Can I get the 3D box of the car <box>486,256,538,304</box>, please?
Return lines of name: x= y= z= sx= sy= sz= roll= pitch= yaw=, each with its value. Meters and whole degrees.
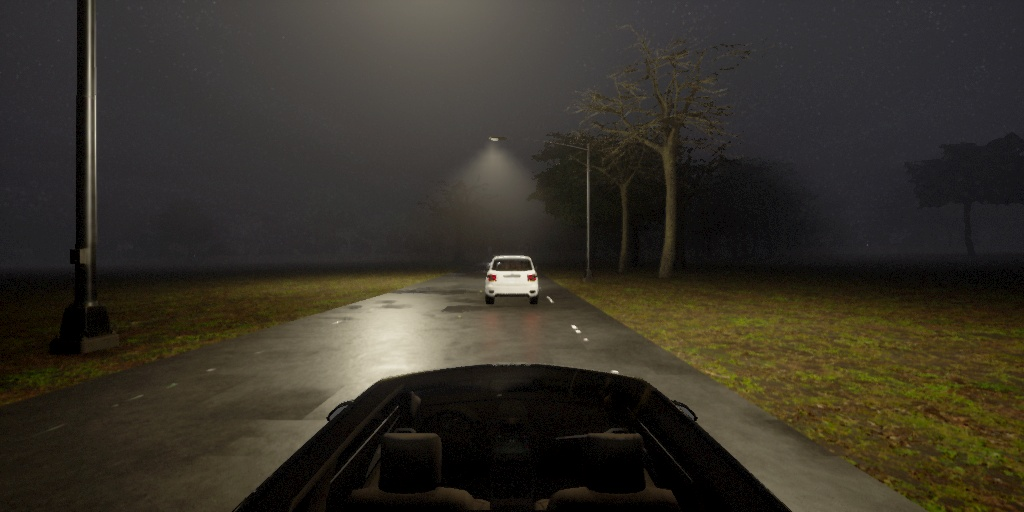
car: x=0.000 y=1.009 z=16.532 sx=2.150 sy=2.045 sz=5.566 roll=0 pitch=0 yaw=0
